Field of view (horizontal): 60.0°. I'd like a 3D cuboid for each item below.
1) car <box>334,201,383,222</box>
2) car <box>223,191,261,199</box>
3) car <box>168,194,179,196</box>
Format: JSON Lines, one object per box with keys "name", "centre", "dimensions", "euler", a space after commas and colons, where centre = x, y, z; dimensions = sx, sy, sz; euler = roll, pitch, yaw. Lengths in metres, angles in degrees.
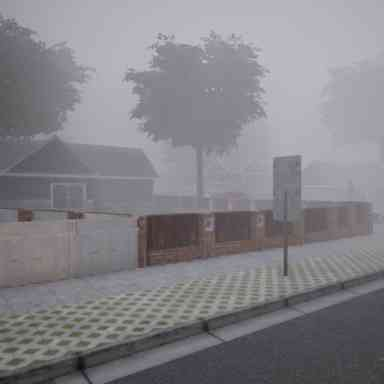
{"name": "car", "centre": [11.377, 1.405, 24.372], "dimensions": [1.812, 1.442, 4.674], "euler": [0, 1, -35]}
{"name": "car", "centre": [5.293, 0.977, 32.942], "dimensions": [2.150, 2.045, 5.566], "euler": [0, 1, -36]}
{"name": "car", "centre": [-2.373, 1.089, 43.795], "dimensions": [2.128, 1.511, 4.902], "euler": [0, 1, -35]}
